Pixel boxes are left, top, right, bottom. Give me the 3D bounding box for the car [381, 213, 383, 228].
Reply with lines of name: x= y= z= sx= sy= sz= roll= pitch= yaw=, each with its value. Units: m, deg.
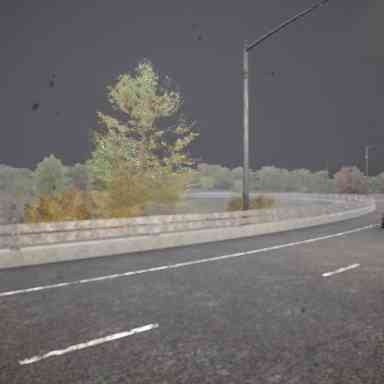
car: x=12.953 y=1.440 z=20.246 sx=1.812 sy=1.442 sz=4.674 roll=0 pitch=0 yaw=43
